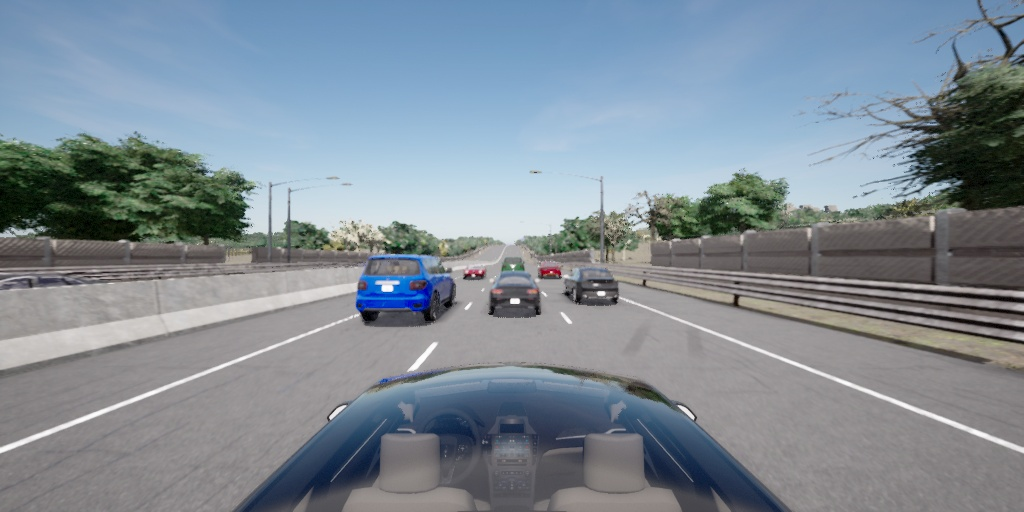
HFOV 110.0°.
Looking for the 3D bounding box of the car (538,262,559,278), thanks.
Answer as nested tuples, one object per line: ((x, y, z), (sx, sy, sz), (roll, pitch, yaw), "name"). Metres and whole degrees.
((3.594, 1.343, 35.021), (1.882, 1.535, 5.008), (0, 0, 0), "car")

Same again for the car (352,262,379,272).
((-21.065, 1.576, 51.685), (1.895, 1.301, 4.718), (0, 0, 0), "car")

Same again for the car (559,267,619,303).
((3.596, 1.280, 16.862), (1.837, 1.490, 4.892), (0, 0, 0), "car")

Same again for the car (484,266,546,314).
((0.098, 1.290, 13.732), (1.812, 1.442, 4.674), (0, 0, 0), "car")

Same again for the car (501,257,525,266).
((0.094, 1.084, 34.426), (2.150, 2.045, 5.566), (0, 0, 0), "car")

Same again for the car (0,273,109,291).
((-14.101, 1.246, 9.788), (2.128, 1.511, 4.902), (0, 0, 0), "car")

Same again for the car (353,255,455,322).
((-3.402, 0.983, 12.472), (2.150, 2.045, 5.566), (0, 0, 0), "car")

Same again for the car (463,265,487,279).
((-3.406, 1.461, 33.950), (1.895, 1.301, 4.718), (0, 0, 0), "car")
